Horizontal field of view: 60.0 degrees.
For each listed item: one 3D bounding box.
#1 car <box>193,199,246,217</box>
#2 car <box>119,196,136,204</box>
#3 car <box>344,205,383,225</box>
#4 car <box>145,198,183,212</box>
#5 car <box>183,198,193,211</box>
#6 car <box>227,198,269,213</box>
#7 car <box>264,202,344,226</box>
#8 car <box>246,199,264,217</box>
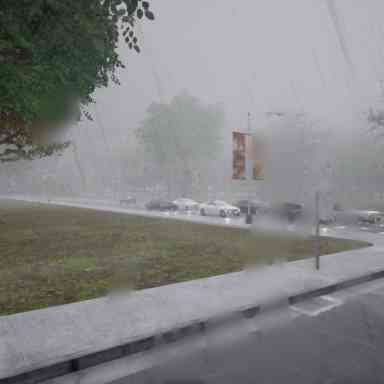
[{"bbox_3d":[2.465,1.508,30.860,1.812,1.442,4.674,0,0,-35],"label":"car"},{"bbox_3d":[-12.227,1.486,63.069,1.812,1.442,4.674,0,0,-35],"label":"car"},{"bbox_3d":[11.154,1.589,24.284,1.895,1.301,4.718,0,0,-35],"label":"car"},{"bbox_3d":[-3.689,1.523,39.537,2.033,1.411,5.357,0,0,-36],"label":"car"},{"bbox_3d":[-0.834,1.497,41.158,1.812,1.442,4.674,0,0,-36],"label":"car"},{"bbox_3d":[6.169,1.497,37.233,1.812,1.442,4.674,0,0,-35],"label":"car"},{"bbox_3d":[7.733,1.495,23.485,1.837,1.490,4.892,0,0,-35],"label":"car"},{"bbox_3d":[5.821,1.484,31.775,1.837,1.490,4.892,0,0,-35],"label":"car"}]
